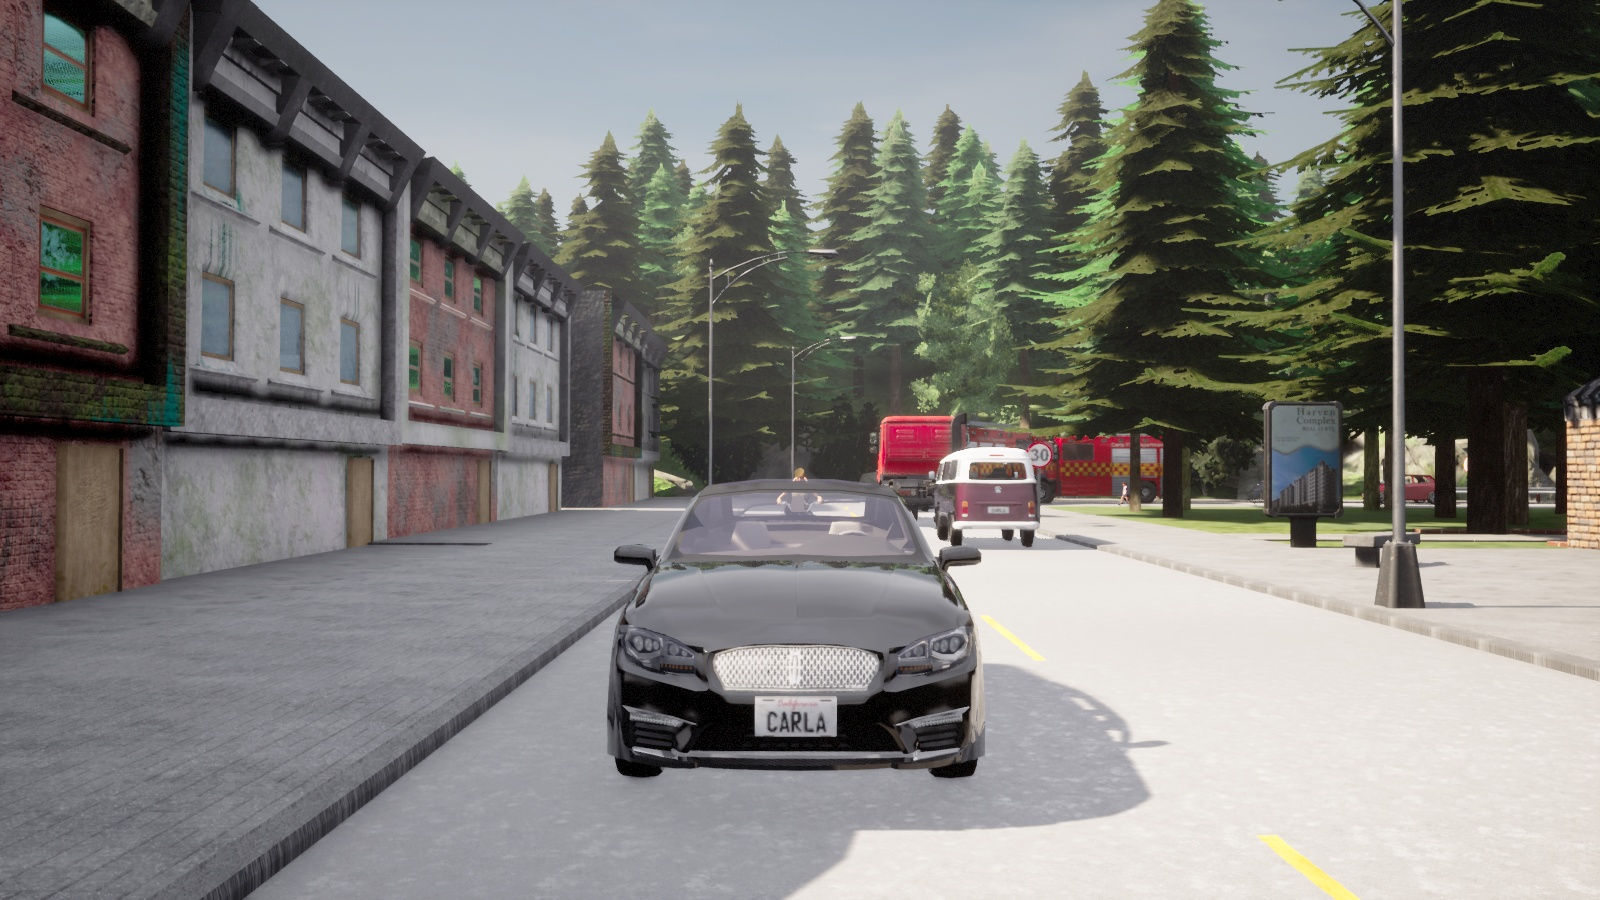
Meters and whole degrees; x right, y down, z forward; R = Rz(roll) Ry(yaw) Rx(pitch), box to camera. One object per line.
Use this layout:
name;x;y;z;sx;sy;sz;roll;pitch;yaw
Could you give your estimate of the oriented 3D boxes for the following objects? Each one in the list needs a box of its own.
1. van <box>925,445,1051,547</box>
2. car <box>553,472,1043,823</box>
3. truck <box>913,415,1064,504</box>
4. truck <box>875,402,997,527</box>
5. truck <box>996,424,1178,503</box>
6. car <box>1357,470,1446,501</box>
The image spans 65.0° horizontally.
van;4.005;0.978;27.482;2.069;2.038;4.480;0;-2;0
car;-0.007;0.904;7.918;2.128;1.511;4.902;0;-1;0
truck;8.899;0.563;58.335;2.891;3.827;8.468;-2;-3;40
truck;4.011;0.465;38.741;2.891;3.462;7.936;0;-1;0
truck;14.408;0.655;63.506;8.468;3.827;2.891;0;0;-1
car;30.330;1.768;63.390;3.633;1.501;1.845;0;-1;0
